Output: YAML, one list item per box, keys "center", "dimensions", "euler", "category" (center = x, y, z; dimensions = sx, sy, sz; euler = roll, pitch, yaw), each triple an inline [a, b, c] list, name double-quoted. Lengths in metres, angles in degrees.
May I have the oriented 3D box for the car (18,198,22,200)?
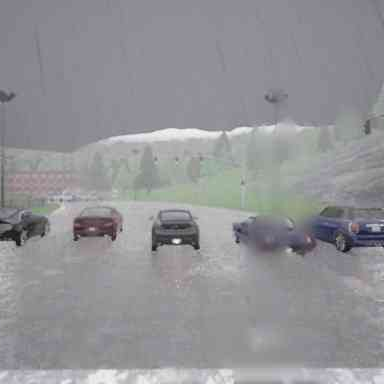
- center: [-36.454, 1.379, 74.564]
  dimensions: [5.357, 1.411, 2.033]
  euler: [0, 0, 19]
  category: "car"

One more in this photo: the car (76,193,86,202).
- center: [-25.889, 1.436, 72.695]
  dimensions: [4.181, 1.385, 1.994]
  euler: [0, 0, 33]
  category: "car"

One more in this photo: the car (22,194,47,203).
- center: [-32.302, 1.425, 68.537]
  dimensions: [4.674, 1.442, 1.812]
  euler: [0, 0, 29]
  category: "car"

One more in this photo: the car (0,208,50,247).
- center: [-7.880, 1.471, 14.790]
  dimensions: [2.128, 1.511, 4.902]
  euler: [0, 0, -6]
  category: "car"

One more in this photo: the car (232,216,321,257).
- center: [2.875, 1.570, 12.850]
  dimensions: [1.895, 1.301, 4.718]
  euler: [0, 0, -5]
  category: "car"

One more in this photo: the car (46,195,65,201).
- center: [-33.223, 1.356, 80.800]
  dimensions: [4.181, 1.385, 1.994]
  euler: [0, 0, 22]
  category: "car"

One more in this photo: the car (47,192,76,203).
- center: [-27.218, 1.117, 69.338]
  dimensions: [5.566, 2.045, 2.150]
  euler: [0, 0, 36]
  category: "car"

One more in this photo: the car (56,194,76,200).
- center: [-31.799, 1.312, 83.998]
  dimensions: [4.674, 1.442, 1.812]
  euler: [0, 0, 22]
  category: "car"

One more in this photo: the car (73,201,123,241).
- center: [-4.594, 1.448, 16.780]
  dimensions: [1.882, 1.535, 5.008]
  euler: [0, 0, -7]
  category: "car"

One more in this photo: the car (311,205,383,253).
- center: [6.276, 1.314, 13.772]
  dimensions: [2.097, 1.767, 4.553]
  euler: [0, 0, -5]
  category: "car"

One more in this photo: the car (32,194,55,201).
- center: [-34.646, 1.298, 77.603]
  dimensions: [5.008, 1.535, 1.882]
  euler: [0, 0, 22]
  category: "car"

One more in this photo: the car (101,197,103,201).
- center: [-23.206, 1.418, 79.335]
  dimensions: [4.181, 1.385, 1.994]
  euler: [0, 0, 33]
  category: "car"

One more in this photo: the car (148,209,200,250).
- center: [-0.779, 1.477, 14.218]
  dimensions: [1.837, 1.490, 4.892]
  euler: [0, 0, -6]
  category: "car"

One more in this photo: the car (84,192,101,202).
- center: [-23.933, 1.099, 75.575]
  dimensions: [5.566, 2.045, 2.150]
  euler: [0, 0, 33]
  category: "car"
